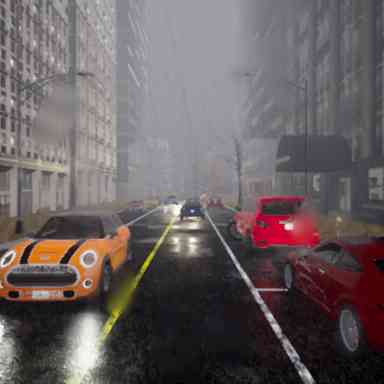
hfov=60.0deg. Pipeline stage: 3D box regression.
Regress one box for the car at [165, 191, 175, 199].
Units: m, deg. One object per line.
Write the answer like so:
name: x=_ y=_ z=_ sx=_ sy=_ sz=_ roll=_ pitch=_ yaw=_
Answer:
car: x=-5.335 y=0.755 z=82.195 sx=2.192 sy=1.841 sz=5.009 roll=0 pitch=0 yaw=0

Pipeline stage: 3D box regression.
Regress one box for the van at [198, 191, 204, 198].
van: x=2.543 y=0.701 z=93.292 sx=1.690 sy=1.788 sz=3.998 roll=0 pitch=0 yaw=0

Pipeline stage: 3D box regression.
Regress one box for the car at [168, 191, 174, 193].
car: x=-5.332 y=1.063 z=71.103 sx=1.887 sy=1.381 sz=4.507 roll=0 pitch=0 yaw=0

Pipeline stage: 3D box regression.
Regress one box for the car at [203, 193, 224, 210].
car: x=2.555 y=1.188 z=37.819 sx=1.967 sy=1.590 sz=4.097 roll=0 pitch=0 yaw=0

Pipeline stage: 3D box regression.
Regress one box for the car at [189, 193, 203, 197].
car: x=0.078 y=1.259 z=45.444 sx=1.994 sy=1.385 sz=4.181 roll=0 pitch=0 yaw=0

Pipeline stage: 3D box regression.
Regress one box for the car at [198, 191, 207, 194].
car: x=2.549 y=1.081 z=65.727 sx=1.752 sy=1.417 sz=4.829 roll=0 pitch=0 yaw=0

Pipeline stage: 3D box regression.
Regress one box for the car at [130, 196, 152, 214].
car: x=-5.324 y=1.367 z=32.271 sx=1.802 sy=1.307 sz=4.206 roll=0 pitch=0 yaw=0

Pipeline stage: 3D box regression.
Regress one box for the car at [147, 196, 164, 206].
car: x=-5.327 y=1.238 z=48.913 sx=1.947 sy=1.339 sz=4.313 roll=0 pitch=0 yaw=0

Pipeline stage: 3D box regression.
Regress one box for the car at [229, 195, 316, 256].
car: x=2.966 y=1.136 z=12.863 sx=2.150 sy=2.045 sz=5.566 roll=0 pitch=0 yaw=-1

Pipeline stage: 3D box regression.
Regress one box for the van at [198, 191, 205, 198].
van: x=2.544 y=0.741 z=87.745 sx=1.690 sy=1.788 sz=3.998 roll=0 pitch=0 yaw=0

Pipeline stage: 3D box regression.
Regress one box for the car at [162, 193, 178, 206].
car: x=-2.844 y=1.216 z=46.310 sx=1.812 sy=1.442 sz=4.674 roll=0 pitch=0 yaw=0

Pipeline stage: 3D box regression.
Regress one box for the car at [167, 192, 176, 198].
car: x=-5.336 y=0.840 z=87.743 sx=1.967 sy=1.590 sz=4.097 roll=0 pitch=0 yaw=0

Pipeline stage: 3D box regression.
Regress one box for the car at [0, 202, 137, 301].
car: x=-2.856 y=1.296 z=8.409 sx=2.097 sy=1.767 sz=4.553 roll=0 pitch=0 yaw=-1

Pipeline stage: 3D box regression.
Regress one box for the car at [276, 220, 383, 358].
car: x=3.022 y=1.486 z=5.802 sx=1.812 sy=1.442 sz=4.674 roll=0 pitch=0 yaw=0

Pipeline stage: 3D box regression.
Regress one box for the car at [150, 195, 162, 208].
car: x=-5.326 y=1.237 z=43.195 sx=1.752 sy=1.417 sz=4.829 roll=0 pitch=0 yaw=0

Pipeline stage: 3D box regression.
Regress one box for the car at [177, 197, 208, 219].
car: x=0.049 y=1.385 z=26.962 sx=1.994 sy=1.385 sz=4.181 roll=0 pitch=0 yaw=0
